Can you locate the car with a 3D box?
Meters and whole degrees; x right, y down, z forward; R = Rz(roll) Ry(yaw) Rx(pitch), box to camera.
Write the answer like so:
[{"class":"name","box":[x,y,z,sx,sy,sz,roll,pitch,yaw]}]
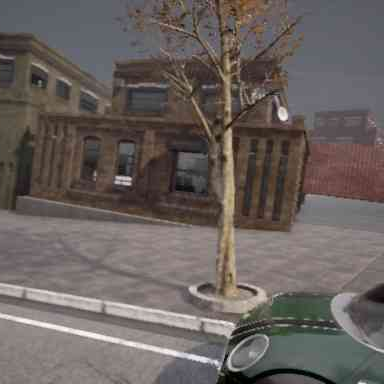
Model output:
[{"class":"car","box":[2.522,1.507,3.045,4.553,1.767,2.097,2,-1,21]}]
